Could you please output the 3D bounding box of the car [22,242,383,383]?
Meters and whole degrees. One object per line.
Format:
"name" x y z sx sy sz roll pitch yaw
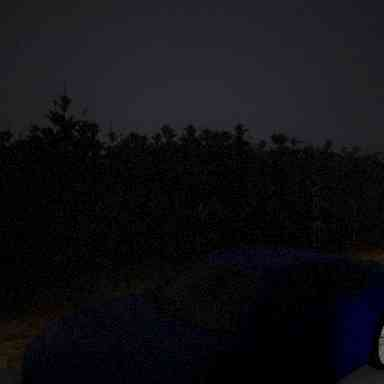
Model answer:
"car" 0.722 1.454 4.026 5.008 1.535 1.882 0 0 -36
